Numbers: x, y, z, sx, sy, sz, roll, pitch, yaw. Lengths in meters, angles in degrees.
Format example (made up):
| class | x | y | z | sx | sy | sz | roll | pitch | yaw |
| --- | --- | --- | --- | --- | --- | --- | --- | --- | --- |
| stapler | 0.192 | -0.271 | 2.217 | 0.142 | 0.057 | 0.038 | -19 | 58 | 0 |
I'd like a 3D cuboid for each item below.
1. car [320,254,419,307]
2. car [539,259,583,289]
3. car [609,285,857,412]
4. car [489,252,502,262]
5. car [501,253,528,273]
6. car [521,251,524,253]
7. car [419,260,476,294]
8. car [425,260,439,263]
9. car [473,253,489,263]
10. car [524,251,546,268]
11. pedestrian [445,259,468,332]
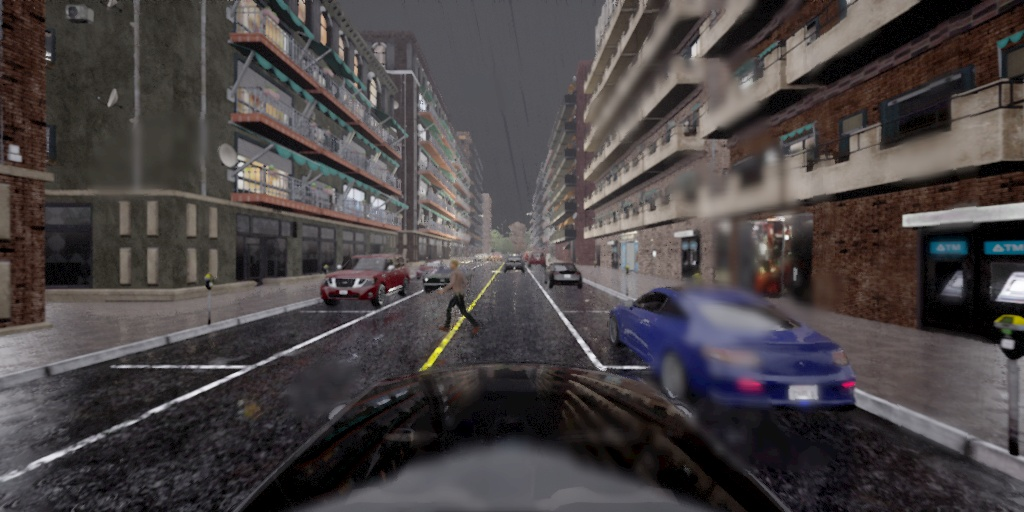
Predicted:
| class | x | y | z | sx | sy | sz | roll | pitch | yaw |
| --- | --- | --- | --- | --- | --- | --- | --- | --- | --- |
| car | -5.631 | 0.853 | 14.511 | 2.192 | 1.841 | 5.009 | 0 | 0 | 0 |
| car | 2.775 | 1.013 | 20.006 | 1.948 | 1.339 | 4.313 | 0 | 0 | 0 |
| car | 3.018 | 1.205 | 5.993 | 1.812 | 1.442 | 4.674 | 0 | 1 | 0 |
| car | -2.710 | 0.094 | 63.770 | 2.097 | 1.767 | 4.553 | 0 | 1 | 0 |
| car | 0.231 | 0.737 | 33.126 | 1.837 | 1.490 | 4.892 | 0 | 1 | 0 |
| car | 0.299 | 0.420 | 51.474 | 2.128 | 1.511 | 4.902 | 0 | 1 | 1 |
| car | -3.025 | 1.083 | 17.859 | 1.895 | 1.301 | 4.718 | 0 | 1 | 0 |
| car | -5.579 | 0.936 | 25.646 | 1.802 | 1.307 | 4.207 | 0 | 0 | 0 |
| car | -5.422 | 0.358 | 59.048 | 2.007 | 1.370 | 4.403 | 0 | 0 | 0 |
| car | 2.880 | 0.395 | 42.275 | 2.192 | 1.841 | 5.009 | 0 | 0 | 0 |
| pedestrian | -1.335 | 0.928 | 8.630 | 0.375 | 1.860 | 0.375 | 1 | 0 | -3 |
